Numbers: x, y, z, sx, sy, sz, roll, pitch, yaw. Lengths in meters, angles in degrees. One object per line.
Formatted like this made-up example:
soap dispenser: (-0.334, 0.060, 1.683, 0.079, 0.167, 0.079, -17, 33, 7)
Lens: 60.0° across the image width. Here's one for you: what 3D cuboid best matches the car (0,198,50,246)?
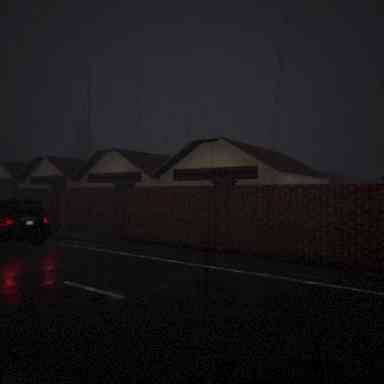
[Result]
car: (-8.293, 1.255, 14.084, 5.566, 2.045, 2.150, 0, 0, 36)
